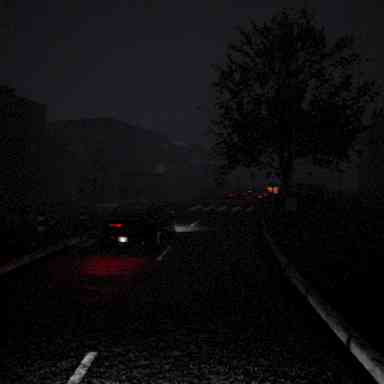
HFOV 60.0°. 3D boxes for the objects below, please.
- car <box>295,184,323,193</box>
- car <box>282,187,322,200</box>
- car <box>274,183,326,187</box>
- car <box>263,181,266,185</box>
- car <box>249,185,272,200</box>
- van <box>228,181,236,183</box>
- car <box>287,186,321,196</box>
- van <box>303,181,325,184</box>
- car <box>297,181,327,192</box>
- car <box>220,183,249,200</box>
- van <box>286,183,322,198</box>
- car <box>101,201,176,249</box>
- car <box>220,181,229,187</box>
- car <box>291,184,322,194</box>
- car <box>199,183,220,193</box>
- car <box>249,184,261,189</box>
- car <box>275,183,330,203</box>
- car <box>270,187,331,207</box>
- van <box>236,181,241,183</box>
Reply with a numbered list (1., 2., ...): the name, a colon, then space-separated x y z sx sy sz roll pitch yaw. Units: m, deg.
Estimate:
1. car: 22.090 -0.735 62.649 4.792 1.488 2.163 1 3 25
2. car: 13.985 0.132 42.267 4.674 1.452 2.002 1 3 20
3. car: 10.583 0.351 31.971 4.553 1.767 2.185 1 2 18
4. car: 13.086 -0.499 53.087 2.097 1.767 4.553 1 3 21
5. car: 8.785 0.209 41.506 1.895 1.301 4.718 1 2 19
6. van: 7.197 -1.347 69.774 1.878 1.987 4.442 1 3 25
7. car: 16.821 -0.177 49.928 4.674 1.452 2.002 1 3 21
8. van: 11.305 0.153 34.630 4.442 1.987 1.878 1 2 18
9. car: 24.385 -1.217 67.595 5.566 2.045 2.435 2 3 26
10. car: 5.290 0.085 40.910 1.882 1.535 5.008 1 2 19
11. van: 15.013 -0.232 44.769 4.442 1.987 1.878 1 3 20
12. car: -1.836 1.110 12.584 1.837 1.490 4.892 1 2 7
13. car: 4.973 -0.883 64.802 2.163 1.488 4.792 1 3 24
14. car: 19.884 -0.538 57.518 4.892 1.521 2.231 1 3 23
15. car: 2.850 -0.703 59.739 2.097 1.535 5.008 1 3 23
16. car: 8.611 -0.153 50.284 1.895 1.301 4.718 1 3 21
17. car: 12.296 0.035 37.192 5.566 2.045 2.435 1 2 19
18. car: 9.685 0.570 29.373 4.892 1.521 2.231 1 2 18
19. van: 9.542 -1.542 74.788 1.878 1.987 4.442 1 2 26
